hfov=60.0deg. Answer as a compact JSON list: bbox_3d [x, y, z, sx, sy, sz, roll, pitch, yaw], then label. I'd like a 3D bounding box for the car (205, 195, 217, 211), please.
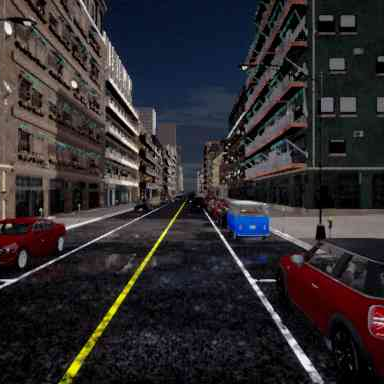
[{"bbox_3d":[2.692,1.429,33.553,1.967,1.590,4.097,0,0,0],"label":"car"}]

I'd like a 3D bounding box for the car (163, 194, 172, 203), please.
[{"bbox_3d":[-5.689,1.407,67.375,1.967,1.590,4.097,0,0,0],"label":"car"}]

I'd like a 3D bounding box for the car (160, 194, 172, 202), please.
[{"bbox_3d":[-5.688,1.278,73.011,2.192,1.841,5.009,0,0,0],"label":"car"}]

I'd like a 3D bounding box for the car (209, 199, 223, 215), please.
[{"bbox_3d":[2.692,1.536,27.916,1.887,1.381,4.507,0,0,0],"label":"car"}]

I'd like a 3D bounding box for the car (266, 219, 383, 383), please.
[{"bbox_3d":[2.692,1.438,5.370,1.967,1.590,4.097,0,0,0],"label":"car"}]

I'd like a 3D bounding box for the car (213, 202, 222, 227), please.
[{"bbox_3d":[2.691,1.559,22.280,1.947,1.339,4.313,0,0,0],"label":"car"}]

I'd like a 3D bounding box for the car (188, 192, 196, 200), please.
[{"bbox_3d":[0.000,1.047,90.263,2.150,2.045,5.566,0,0,0],"label":"car"}]

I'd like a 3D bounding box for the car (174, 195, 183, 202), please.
[{"bbox_3d":[-3.001,1.444,75.959,1.812,1.442,4.674,0,0,0],"label":"car"}]

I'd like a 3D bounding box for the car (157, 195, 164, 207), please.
[{"bbox_3d":[-5.689,1.505,50.295,1.752,1.417,4.829,0,0,0],"label":"car"}]

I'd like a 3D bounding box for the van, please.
[{"bbox_3d":[2.692,1.336,16.643,1.690,1.788,3.998,0,0,0],"label":"van"}]

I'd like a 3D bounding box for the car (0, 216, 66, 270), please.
[{"bbox_3d":[-5.689,1.541,11.010,1.887,1.381,4.507,0,0,0],"label":"car"}]

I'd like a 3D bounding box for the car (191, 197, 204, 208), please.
[{"bbox_3d":[0.821,1.496,49.689,1.837,1.490,4.892,0,0,0],"label":"car"}]

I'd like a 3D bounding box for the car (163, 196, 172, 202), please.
[{"bbox_3d":[-5.690,1.541,78.648,1.802,1.307,4.206,0,0,0],"label":"car"}]

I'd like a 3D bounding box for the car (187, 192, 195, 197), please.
[{"bbox_3d":[0.000,1.334,75.235,1.837,1.490,4.892,0,0,0],"label":"car"}]

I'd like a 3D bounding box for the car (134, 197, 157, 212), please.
[{"bbox_3d":[-5.689,1.552,39.191,1.947,1.339,4.313,0,0,0],"label":"car"}]

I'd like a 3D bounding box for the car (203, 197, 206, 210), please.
[{"bbox_3d":[2.692,1.537,39.188,2.008,1.369,4.403,0,0,0],"label":"car"}]

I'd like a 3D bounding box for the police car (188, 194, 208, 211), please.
[{"bbox_3d":[0.756,1.412,39.792,1.930,1.638,5.238,0,0,0],"label":"police car"}]

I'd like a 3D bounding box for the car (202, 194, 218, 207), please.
[{"bbox_3d":[2.693,1.294,50.461,2.192,1.841,5.009,0,0,0],"label":"car"}]
